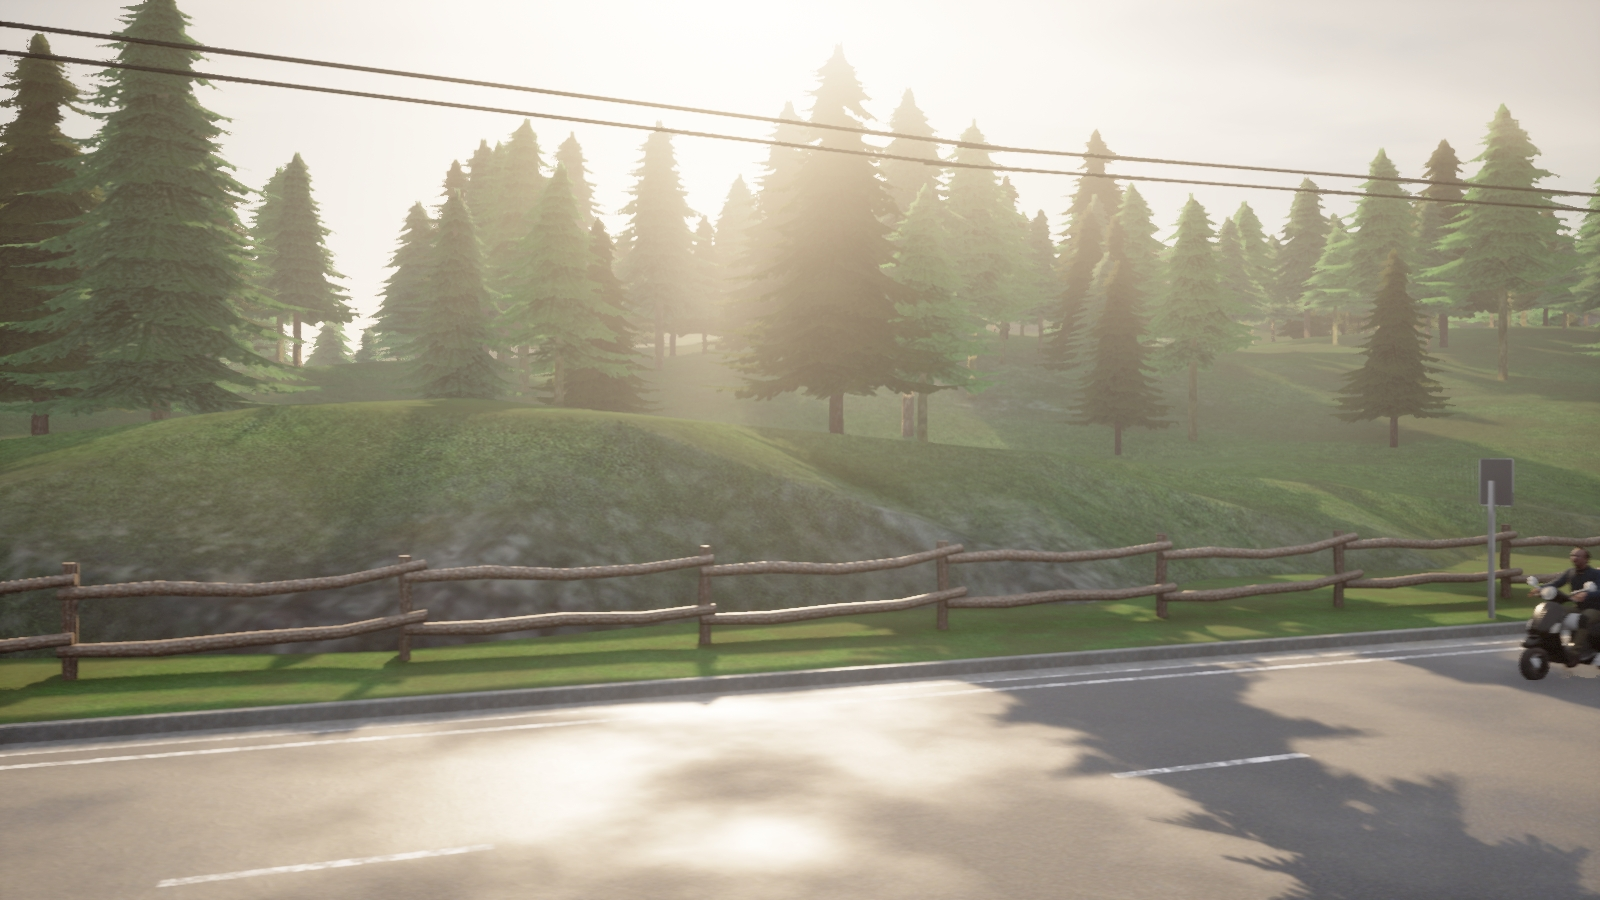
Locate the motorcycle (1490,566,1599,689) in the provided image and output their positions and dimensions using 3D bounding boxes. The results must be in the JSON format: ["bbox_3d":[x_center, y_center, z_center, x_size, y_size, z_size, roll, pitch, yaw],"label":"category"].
[{"bbox_3d":[9.667,2.178,14.266,1.805,1.316,0.856,0,0,-20],"label":"motorcycle"}]
